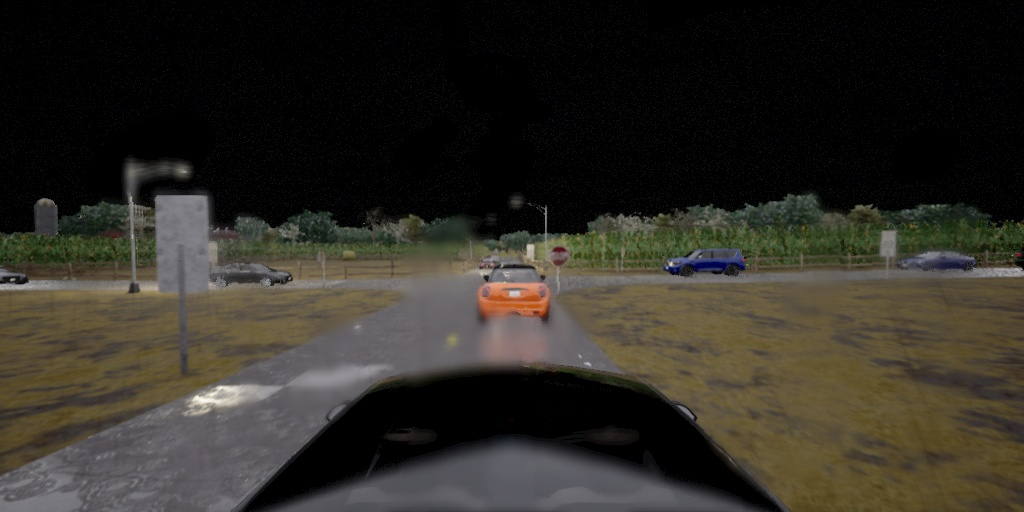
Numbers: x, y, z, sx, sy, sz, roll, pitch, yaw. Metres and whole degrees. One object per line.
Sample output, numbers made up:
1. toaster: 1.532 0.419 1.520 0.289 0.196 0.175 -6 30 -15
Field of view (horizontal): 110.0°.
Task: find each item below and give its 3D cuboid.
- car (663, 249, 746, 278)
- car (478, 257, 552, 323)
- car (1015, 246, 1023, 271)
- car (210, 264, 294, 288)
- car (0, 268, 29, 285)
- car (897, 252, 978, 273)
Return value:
1. car: 14.420 0.502 26.964 5.566 2.045 2.150 -1 1 0
2. car: 0.080 1.034 11.949 2.097 1.767 4.553 0 0 0
3. car: 37.488 0.082 23.981 5.566 2.045 2.150 -1 1 0
4. car: -17.363 1.286 24.073 4.892 1.490 1.837 0 1 0
5. car: -35.555 1.389 24.107 4.181 1.385 1.994 0 1 0
6. car: 31.934 0.441 26.942 4.674 1.442 1.812 -1 1 0
